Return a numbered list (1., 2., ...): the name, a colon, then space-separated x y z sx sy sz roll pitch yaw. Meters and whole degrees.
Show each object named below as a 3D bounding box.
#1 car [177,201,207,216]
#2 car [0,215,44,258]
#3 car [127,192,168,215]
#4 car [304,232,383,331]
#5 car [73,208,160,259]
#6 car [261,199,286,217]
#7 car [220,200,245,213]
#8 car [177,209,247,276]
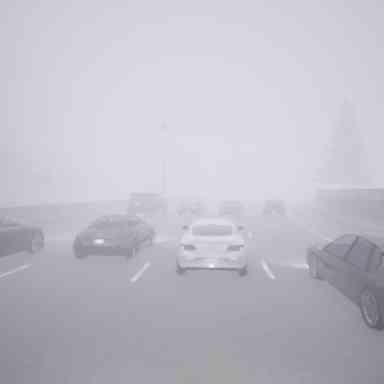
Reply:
1. car: 0.101 1.443 29.722 1.895 1.301 4.718 0 0 13
2. car: -6.384 1.415 10.152 2.128 1.511 4.902 0 0 4
3. car: -3.729 1.056 28.591 2.150 2.045 5.566 0 0 12
4. car: 3.854 1.525 6.690 2.033 1.411 5.357 0 0 3
5. car: -2.677 1.489 12.263 1.994 1.385 4.181 0 0 5
6. car: 7.254 1.372 29.504 1.837 1.490 4.892 0 0 13
7. car: 3.516 1.405 29.071 2.033 1.411 5.357 0 0 13
8. car: 0.625 1.473 10.148 1.812 1.442 4.674 0 0 4
